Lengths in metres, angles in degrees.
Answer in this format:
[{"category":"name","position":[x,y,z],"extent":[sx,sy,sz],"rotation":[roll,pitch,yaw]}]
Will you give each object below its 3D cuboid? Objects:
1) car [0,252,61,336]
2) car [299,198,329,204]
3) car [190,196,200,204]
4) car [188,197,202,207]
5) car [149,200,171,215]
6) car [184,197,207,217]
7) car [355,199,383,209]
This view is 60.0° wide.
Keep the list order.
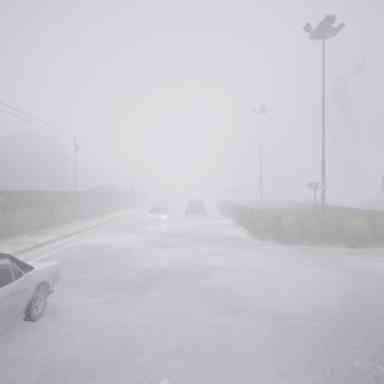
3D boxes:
[{"category":"car","position":[-3.571,1.592,4.448],"extent":[1.895,1.301,4.718],"rotation":[0,0,1]},{"category":"car","position":[16.217,1.514,44.784],"extent":[1.837,1.490,4.892],"rotation":[1,0,-20]},{"category":"car","position":[0.553,1.498,63.464],"extent":[1.812,1.442,4.674],"rotation":[0,0,1]},{"category":"car","position":[0.462,1.524,53.103],"extent":[2.033,1.411,5.357],"rotation":[0,0,1]},{"category":"car","position":[-3.241,1.526,34.309],"extent":[2.033,1.411,5.357],"rotation":[0,0,1]},{"category":"car","position":[0.341,1.476,30.906],"extent":[2.128,1.511,4.902],"rotation":[0,0,1]},{"category":"car","position":[22.499,1.544,41.625],"extent":[3.905,1.438,1.784],"rotation":[0,0,0]}]
